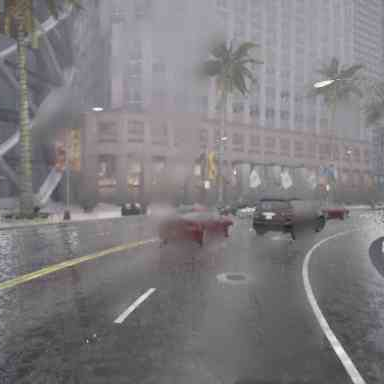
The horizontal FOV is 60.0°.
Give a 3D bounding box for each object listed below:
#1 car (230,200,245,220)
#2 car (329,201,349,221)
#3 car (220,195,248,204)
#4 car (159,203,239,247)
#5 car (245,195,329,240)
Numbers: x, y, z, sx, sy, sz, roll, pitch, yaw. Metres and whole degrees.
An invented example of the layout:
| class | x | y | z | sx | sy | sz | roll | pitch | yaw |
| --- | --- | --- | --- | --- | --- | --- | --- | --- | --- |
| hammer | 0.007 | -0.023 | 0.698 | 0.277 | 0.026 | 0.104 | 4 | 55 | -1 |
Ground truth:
| class | x | y | z | sx | sy | sz | roll | pitch | yaw |
| --- | --- | --- | --- | --- | --- | --- | --- | --- | --- |
| car | 5.743 | 1.616 | 28.195 | 4.674 | 1.442 | 1.812 | 1 | 0 | -40 |
| car | 10.955 | 1.492 | 27.497 | 4.553 | 1.767 | 2.097 | 1 | 0 | -36 |
| car | 4.962 | 1.311 | 32.146 | 5.566 | 2.045 | 2.150 | 1 | 0 | -38 |
| car | 0.362 | 1.501 | 15.384 | 1.882 | 1.535 | 5.008 | 0 | 0 | 25 |
| car | 5.325 | 1.320 | 17.973 | 2.150 | 2.045 | 5.566 | 0 | -1 | 38 |
